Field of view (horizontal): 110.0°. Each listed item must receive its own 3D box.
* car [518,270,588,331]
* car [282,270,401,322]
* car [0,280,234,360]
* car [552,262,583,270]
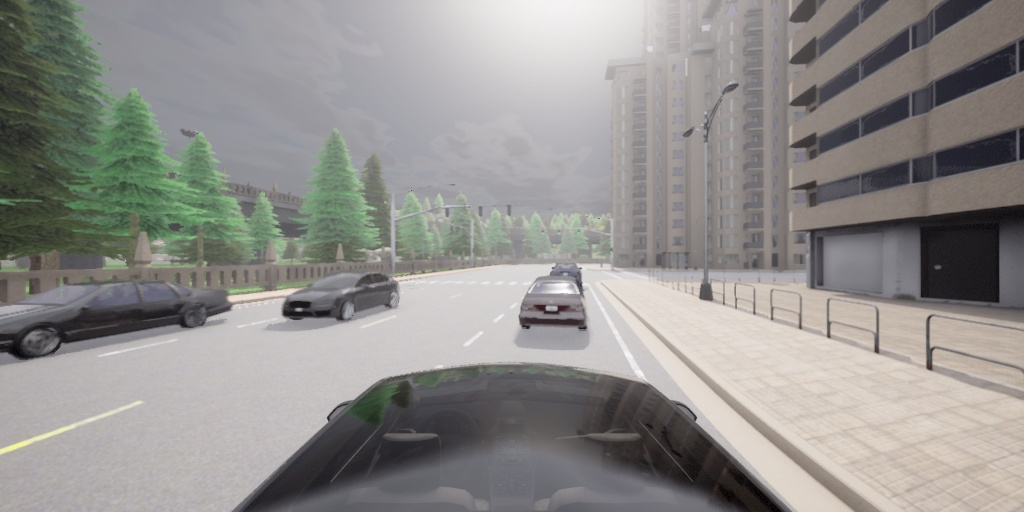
[{"bbox_3d":[1.387,1.331,11.243,2.033,1.411,5.357,0,0,10],"label":"car"},{"bbox_3d":[-5.679,1.288,12.614,1.837,1.490,4.892,0,0,10],"label":"car"},{"bbox_3d":[-9.841,1.315,8.759,2.033,1.411,5.357,0,0,8],"label":"car"},{"bbox_3d":[3.864,1.184,25.294,2.097,1.767,4.553,0,0,11],"label":"car"}]
